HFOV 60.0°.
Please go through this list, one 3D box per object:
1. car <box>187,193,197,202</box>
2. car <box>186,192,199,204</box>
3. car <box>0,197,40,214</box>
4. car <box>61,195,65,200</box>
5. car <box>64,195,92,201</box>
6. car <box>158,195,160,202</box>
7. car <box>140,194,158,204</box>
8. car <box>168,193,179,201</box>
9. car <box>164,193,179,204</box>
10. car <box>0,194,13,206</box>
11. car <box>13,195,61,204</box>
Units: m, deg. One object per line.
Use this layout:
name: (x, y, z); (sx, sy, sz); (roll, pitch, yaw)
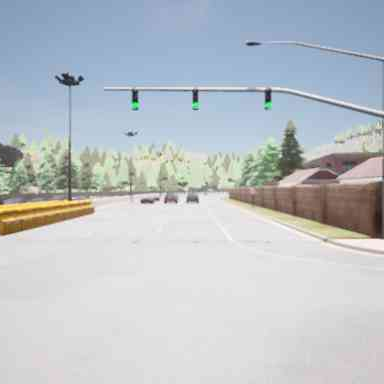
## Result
car: (-0.019, 0.996, 64.011); (1.837, 1.490, 4.892); (0, 0, 1)
car: (0.084, 0.924, 53.890); (2.097, 1.767, 4.553); (0, 0, 0)
car: (-17.607, 1.278, 33.583); (2.033, 1.411, 5.357); (0, 0, 0)
car: (-17.572, 1.139, 44.287); (2.128, 1.511, 4.902); (0, 0, 1)
car: (-14.090, 1.207, 42.731); (2.033, 1.411, 5.357); (0, 0, 0)
car: (-7.018, 1.107, 62.145); (1.895, 1.301, 4.718); (0, 0, 0)
car: (-6.916, 1.186, 52.152); (1.895, 1.301, 4.718); (0, 0, 0)
car: (-3.519, 0.968, 64.110); (1.882, 1.535, 5.008); (0, 0, 1)
car: (-3.428, 0.921, 54.163); (2.097, 1.767, 4.553); (0, 0, 0)
car: (-14.097, 1.053, 21.038); (2.150, 2.045, 5.566); (0, 0, 0)
car: (-14.109, 1.281, 30.559); (1.812, 1.442, 4.674); (0, 0, 0)
